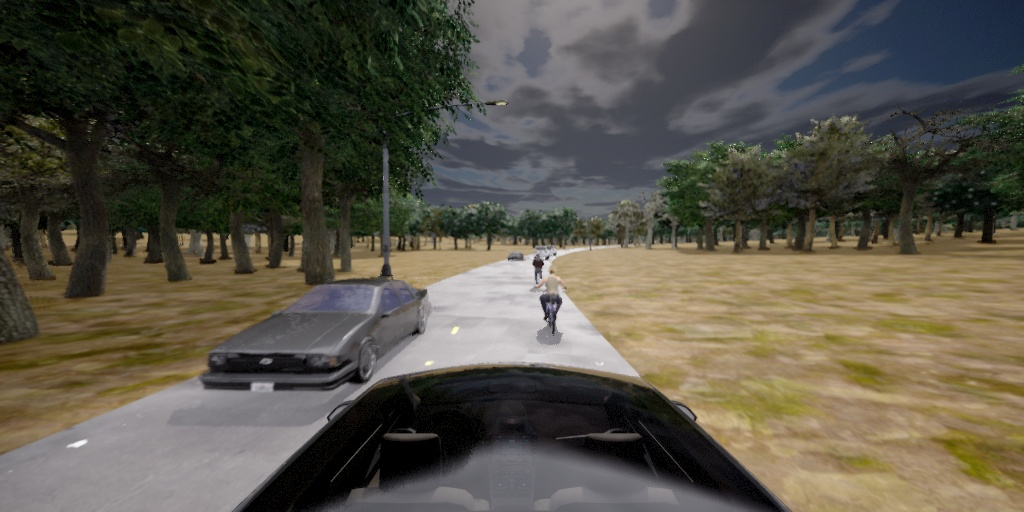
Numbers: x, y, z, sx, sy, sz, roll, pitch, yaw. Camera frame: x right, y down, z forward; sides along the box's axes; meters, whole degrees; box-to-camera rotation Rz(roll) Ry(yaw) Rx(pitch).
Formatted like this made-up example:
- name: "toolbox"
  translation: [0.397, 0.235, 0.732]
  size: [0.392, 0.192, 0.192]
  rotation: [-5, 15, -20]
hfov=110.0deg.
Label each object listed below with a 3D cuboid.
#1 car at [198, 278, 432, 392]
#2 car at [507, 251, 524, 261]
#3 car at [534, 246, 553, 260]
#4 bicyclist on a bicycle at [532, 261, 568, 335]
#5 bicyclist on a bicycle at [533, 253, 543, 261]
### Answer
- name: "car"
  translation: [-3.009, 1.169, 7.066]
  size: [2.033, 1.411, 5.357]
  rotation: [0, 1, 1]
- name: "car"
  translation: [0.582, -0.013, 50.129]
  size: [1.994, 1.385, 4.181]
  rotation: [1, 2, 9]
- name: "car"
  translation: [4.720, -0.538, 56.213]
  size: [2.150, 2.045, 5.566]
  rotation: [1, 2, 9]
- name: "bicyclist on a bicycle"
  translation: [0.966, 1.024, 8.794]
  size: [0.866, 1.612, 1.509]
  rotation: [0, 1, 1]
- name: "bicyclist on a bicycle"
  translation: [1.335, 0.731, 18.348]
  size: [0.659, 1.776, 1.843]
  rotation: [0, 2, 3]
